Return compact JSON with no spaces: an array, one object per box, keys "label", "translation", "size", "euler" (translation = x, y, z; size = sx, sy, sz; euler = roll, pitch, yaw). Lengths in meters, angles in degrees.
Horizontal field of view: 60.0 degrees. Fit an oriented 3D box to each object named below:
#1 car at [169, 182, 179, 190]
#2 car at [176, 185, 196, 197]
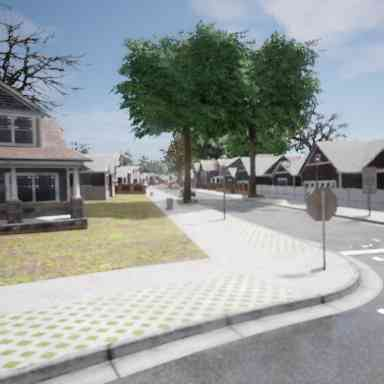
[{"label":"car","translation":[-4.279,-1.358,86.894],"size":[1.882,1.535,5.008],"euler":[-2,2,-9]},{"label":"car","translation":[-0.714,0.032,51.157],"size":[2.033,1.411,5.357],"euler":[-2,2,-10]}]
